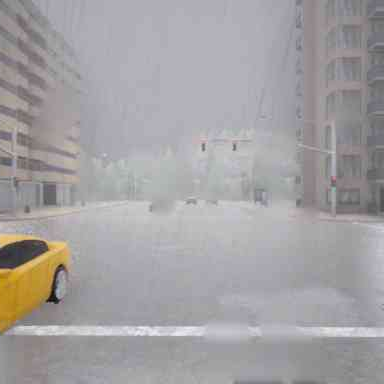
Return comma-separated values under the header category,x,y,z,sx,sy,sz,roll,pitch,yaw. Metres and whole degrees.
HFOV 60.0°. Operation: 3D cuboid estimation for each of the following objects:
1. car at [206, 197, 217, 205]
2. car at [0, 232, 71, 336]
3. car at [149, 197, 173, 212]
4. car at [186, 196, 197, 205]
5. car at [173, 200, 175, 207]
category,x,y,z,sx,sy,sz,roll,pitch,yaw
car,3.546,1.540,59.453,2.033,1.411,5.357,0,0,2
car,-3.608,1.477,5.364,1.882,1.535,5.008,0,0,0
car,-3.655,1.347,38.356,2.097,1.767,4.553,0,0,0
car,-0.088,1.518,60.090,1.812,1.442,4.674,0,0,0
car,-3.655,1.499,49.662,1.837,1.490,4.892,0,0,0
